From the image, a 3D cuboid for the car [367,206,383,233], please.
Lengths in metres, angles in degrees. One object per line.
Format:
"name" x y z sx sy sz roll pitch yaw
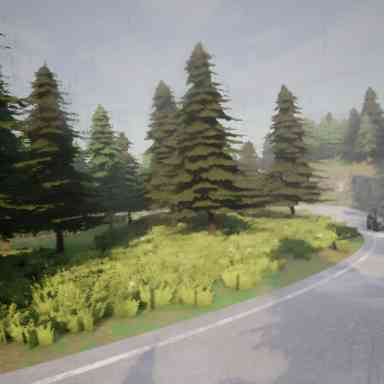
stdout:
"car" 13.385 1.769 22.754 2.097 1.767 4.553 -4 -3 20
